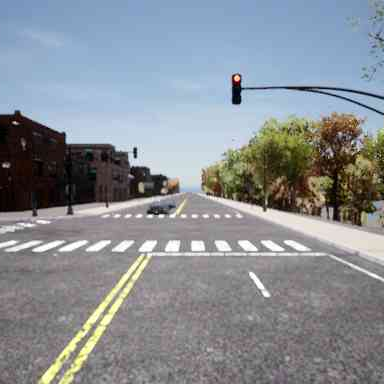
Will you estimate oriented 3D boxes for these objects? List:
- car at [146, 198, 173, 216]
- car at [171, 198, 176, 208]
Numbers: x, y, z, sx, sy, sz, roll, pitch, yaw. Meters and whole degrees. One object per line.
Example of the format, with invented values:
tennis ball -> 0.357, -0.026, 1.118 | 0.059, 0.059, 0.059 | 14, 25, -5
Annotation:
car -> -3.237, 1.602, 32.416 | 1.994, 1.385, 4.181 | 0, 1, 0
car -> -3.275, 1.551, 47.003 | 2.033, 1.411, 5.357 | 0, 0, 0
